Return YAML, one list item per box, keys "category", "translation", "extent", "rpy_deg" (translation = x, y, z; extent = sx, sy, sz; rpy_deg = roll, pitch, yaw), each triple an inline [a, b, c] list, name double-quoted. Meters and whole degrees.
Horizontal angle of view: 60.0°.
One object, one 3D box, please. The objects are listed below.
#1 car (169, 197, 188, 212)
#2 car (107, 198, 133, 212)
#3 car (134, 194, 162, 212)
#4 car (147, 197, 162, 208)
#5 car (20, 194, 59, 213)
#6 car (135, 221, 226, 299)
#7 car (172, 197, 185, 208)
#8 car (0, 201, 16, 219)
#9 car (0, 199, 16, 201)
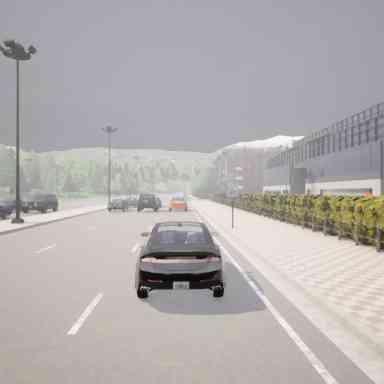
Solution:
- category: "car"
  translation: [-1.618, 1.351, 39.687]
  extent: [2.097, 1.767, 4.553]
  rpy_deg: [0, 0, -2]
- category: "car"
  translation: [-8.603, 1.547, 39.147]
  extent: [2.033, 1.411, 5.357]
  rpy_deg: [0, 0, -2]
- category: "car"
  translation: [-5.091, 1.221, 38.895]
  extent: [2.150, 2.045, 5.566]
  rpy_deg: [0, 0, -2]
- category: "car"
  translation: [-5.498, 1.476, 49.575]
  extent: [1.882, 1.535, 5.008]
  rpy_deg: [0, 0, -2]
- category: "car"
  translation: [-16.570, 1.221, 36.632]
  extent: [2.150, 2.045, 5.566]
  rpy_deg: [0, 0, -3]
- category: "car"
  translation: [-0.307, 1.492, 8.496]
  extent: [2.128, 1.511, 4.902]
  rpy_deg: [0, 0, -3]
- category: "car"
  translation: [-2.002, 1.504, 49.736]
  extent: [1.837, 1.490, 4.892]
  rpy_deg: [0, 0, -2]
- category: "car"
  translation: [-16.184, 1.600, 26.146]
  extent: [1.895, 1.301, 4.718]
  rpy_deg: [0, 0, -2]
- category: "car"
  translation: [-20.066, 1.505, 36.441]
  extent: [1.837, 1.490, 4.892]
  rpy_deg: [0, 0, -2]
